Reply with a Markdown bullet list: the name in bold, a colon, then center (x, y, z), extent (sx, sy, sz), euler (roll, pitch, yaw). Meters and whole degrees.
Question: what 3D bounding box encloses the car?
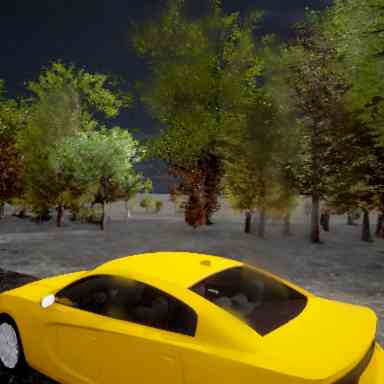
- **car**: center (-0.509, 1.510, 4.055), extent (5.008, 1.535, 1.882), euler (-1, 0, 36)
